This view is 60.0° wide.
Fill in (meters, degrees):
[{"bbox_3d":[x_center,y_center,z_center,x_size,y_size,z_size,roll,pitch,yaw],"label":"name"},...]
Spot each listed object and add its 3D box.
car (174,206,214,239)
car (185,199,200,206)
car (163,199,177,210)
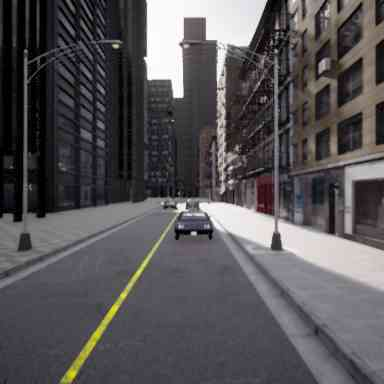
[{"bbox_3d":[0.094,1.654,17.761,1.895,1.301,4.718,0,0,0],"label":"car"},{"bbox_3d":[0.087,1.651,46.274,2.128,1.511,4.902,0,0,0],"label":"car"},{"bbox_3d":[-3.015,1.709,47.094,2.033,1.411,5.357,0,0,0],"label":"car"}]
